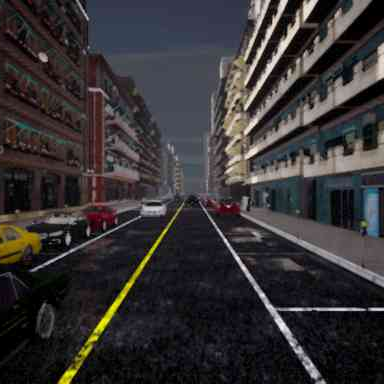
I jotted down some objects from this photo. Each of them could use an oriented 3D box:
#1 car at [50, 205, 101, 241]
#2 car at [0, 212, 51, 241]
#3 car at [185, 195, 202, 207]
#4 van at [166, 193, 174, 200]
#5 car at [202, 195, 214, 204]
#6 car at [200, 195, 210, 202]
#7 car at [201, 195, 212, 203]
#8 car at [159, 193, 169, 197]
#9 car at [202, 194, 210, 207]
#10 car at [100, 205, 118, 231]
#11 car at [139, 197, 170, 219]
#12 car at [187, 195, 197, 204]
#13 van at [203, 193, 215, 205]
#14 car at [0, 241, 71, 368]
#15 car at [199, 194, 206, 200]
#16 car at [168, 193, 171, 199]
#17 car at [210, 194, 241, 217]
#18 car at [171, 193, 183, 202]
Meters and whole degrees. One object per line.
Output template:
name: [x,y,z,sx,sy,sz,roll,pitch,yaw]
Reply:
car: [-5.678,1.497,14.430,2.008,1.369,4.403,1,0,0]
car: [-5.679,1.493,8.736,1.752,1.417,4.829,1,0,0]
car: [0.056,1.307,47.496,1.882,1.535,5.008,0,-1,0]
van: [-5.655,1.045,86.232,1.690,1.788,3.998,1,0,0]
car: [2.716,1.337,58.600,1.887,1.381,4.507,0,0,0]
car: [2.719,1.322,69.648,1.947,1.339,4.313,0,0,0]
car: [2.717,1.319,64.124,1.887,1.381,4.507,0,0,0]
car: [-5.665,1.343,58.617,2.008,1.369,4.403,1,0,0]
car: [2.714,1.269,47.553,1.967,1.590,4.097,1,0,0]
car: [-5.676,1.471,19.953,1.887,1.381,4.507,1,0,0]
car: [-3.088,1.424,27.698,1.812,1.442,4.674,0,0,0]
car: [0.018,1.296,59.018,1.837,1.490,4.892,0,0,0]
van: [2.716,1.152,53.076,1.690,1.788,3.998,1,0,0]
car: [-3.064,1.587,3.581,1.895,1.301,4.718,0,0,0]
car: [2.724,1.229,86.388,1.752,1.417,4.829,0,0,0]
car: [-5.663,1.325,64.140,2.008,1.369,4.403,1,0,0]
car: [3.010,1.243,29.584,2.097,1.767,4.553,0,0,0]
car: [-2.980,1.243,68.652,1.837,1.490,4.892,0,0,0]
